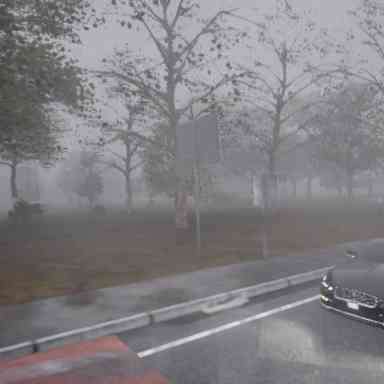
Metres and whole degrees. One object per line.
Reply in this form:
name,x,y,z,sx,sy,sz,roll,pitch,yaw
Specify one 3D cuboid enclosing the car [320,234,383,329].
car,4.698,1.646,7.023,4.892,1.490,1.837,-1,0,-35
